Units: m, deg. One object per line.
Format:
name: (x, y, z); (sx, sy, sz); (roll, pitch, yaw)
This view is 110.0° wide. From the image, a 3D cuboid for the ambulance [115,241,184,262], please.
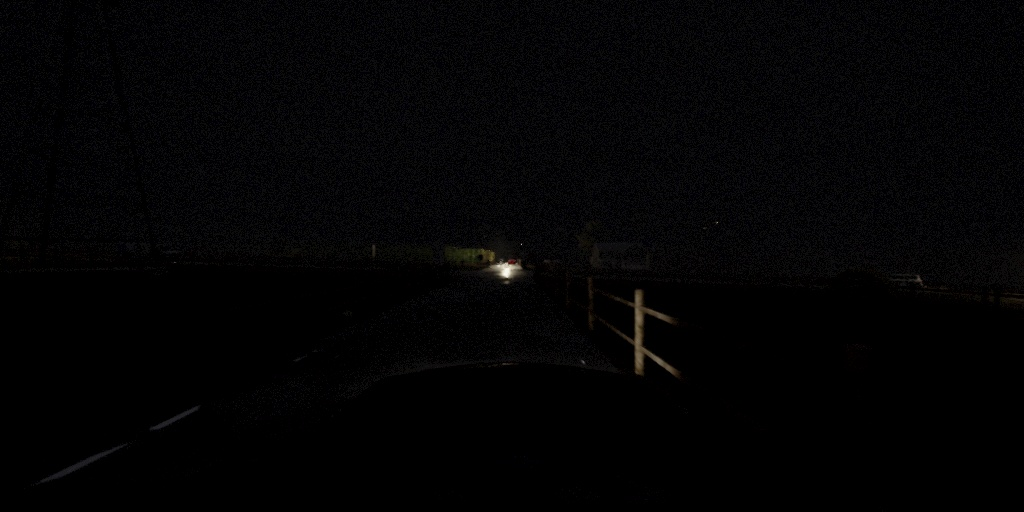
ambulance: (-42.212, -0.577, 41.960); (6.366, 2.431, 2.351); (2, 0, -1)
